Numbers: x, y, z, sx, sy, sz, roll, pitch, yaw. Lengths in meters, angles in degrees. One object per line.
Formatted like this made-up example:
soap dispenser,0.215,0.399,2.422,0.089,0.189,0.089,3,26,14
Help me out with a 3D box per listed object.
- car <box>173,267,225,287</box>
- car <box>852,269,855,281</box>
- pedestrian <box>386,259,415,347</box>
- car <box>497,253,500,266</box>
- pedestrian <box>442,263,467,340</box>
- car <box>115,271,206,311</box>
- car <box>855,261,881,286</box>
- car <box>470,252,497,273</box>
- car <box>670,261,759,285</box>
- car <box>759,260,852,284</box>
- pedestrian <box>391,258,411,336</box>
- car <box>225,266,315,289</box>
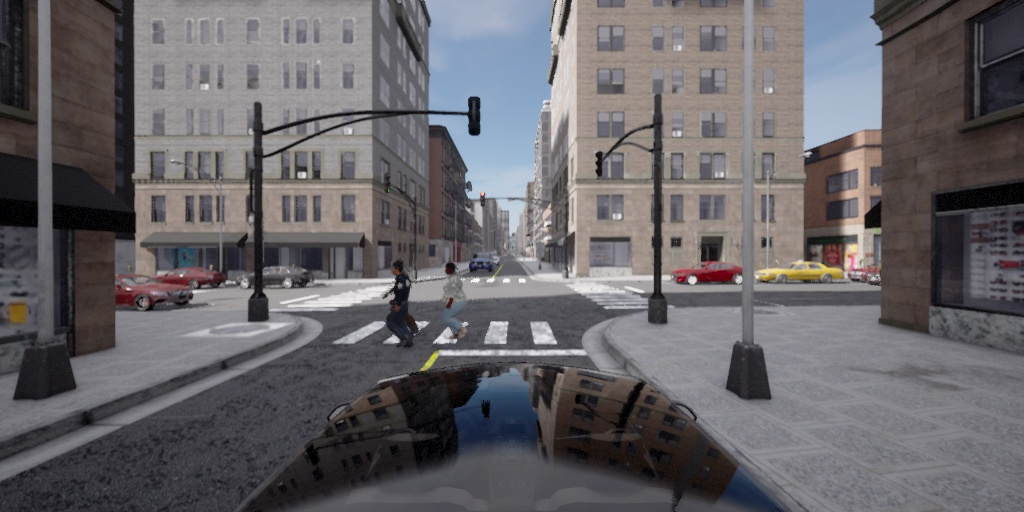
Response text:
car,-20.161,1.366,22.248,4.207,1.307,1.802,0,0,0
car,23.116,0.946,21.969,4.207,1.307,1.802,0,0,0
pedestrian,-2.344,0.993,7.547,0.375,1.860,0.375,0,0,0
car,-3.104,0.460,55.439,2.150,2.045,5.566,0,0,0
pedestrian,-1.298,0.988,8.148,0.375,1.860,0.375,0,0,0
car,-14.661,1.347,13.687,4.207,1.307,1.802,0,0,0
car,21.720,0.915,19.218,4.674,1.442,1.812,-1,0,0
car,-3.114,0.643,37.892,2.150,2.045,5.566,0,0,0
car,12.131,1.014,22.040,4.507,1.381,1.888,0,0,0
car,17.453,0.942,22.005,4.829,1.417,1.751,0,0,0
pedestrian,-2.697,0.982,8.747,0.375,1.860,0.375,0,0,0
car,-14.632,1.280,22.212,4.403,1.370,2.007,0,0,0
